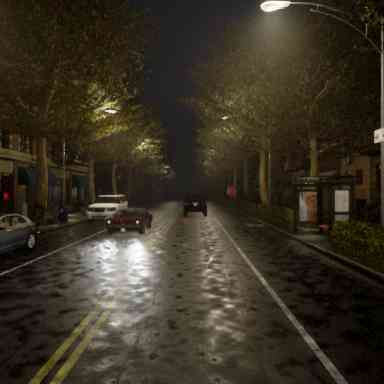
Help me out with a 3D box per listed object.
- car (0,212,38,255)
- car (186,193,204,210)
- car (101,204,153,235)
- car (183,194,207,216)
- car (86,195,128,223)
[{"bbox_3d":[-7.063,1.481,11.372,2.231,1.521,4.892,0,0,0],"label":"car"},{"bbox_3d":[0.388,1.221,43.503,2.150,2.045,5.566,0,0,0],"label":"car"},{"bbox_3d":[-3.417,1.601,18.866,1.895,1.301,4.718,0,0,1],"label":"car"},{"bbox_3d":[0.320,1.223,32.328,2.150,2.045,5.566,0,0,0],"label":"car"},{"bbox_3d":[-6.381,1.228,25.734,2.435,2.045,5.566,0,0,0],"label":"car"}]
